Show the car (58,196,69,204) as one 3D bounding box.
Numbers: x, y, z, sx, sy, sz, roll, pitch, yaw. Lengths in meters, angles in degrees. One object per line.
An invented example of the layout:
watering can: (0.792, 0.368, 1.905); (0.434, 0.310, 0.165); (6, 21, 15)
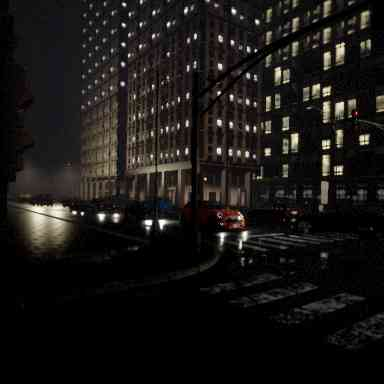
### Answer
car: (-15.920, 1.410, 44.604); (2.128, 1.511, 4.902); (1, -1, -35)

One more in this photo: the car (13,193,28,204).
car: (-30.483, 1.159, 60.556); (2.192, 1.841, 5.009); (1, -1, -35)

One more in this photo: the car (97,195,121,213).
car: (-9.931, 1.408, 36.109); (1.882, 1.535, 5.008); (1, -1, -36)

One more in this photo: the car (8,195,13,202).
car: (-37.031, 1.401, 69.763); (1.947, 1.339, 4.313); (1, -1, -35)

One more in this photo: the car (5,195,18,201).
car: (-40.302, 1.382, 74.367); (2.008, 1.369, 4.403); (1, -1, -35)

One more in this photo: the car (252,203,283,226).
car: (5.792, 1.513, 23.968); (1.967, 1.590, 4.097); (2, -1, -35)

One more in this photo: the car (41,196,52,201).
car: (-36.746, 1.578, 83.824); (1.802, 1.307, 4.206); (1, -1, -35)

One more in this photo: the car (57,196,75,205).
car: (-22.387, 1.492, 59.143); (1.812, 1.442, 4.674); (1, -1, -35)

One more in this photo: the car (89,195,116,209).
car: (-12.081, 1.336, 44.651); (2.097, 1.767, 4.553); (1, -1, -35)

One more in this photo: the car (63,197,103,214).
car: (-10.856, 1.431, 32.927); (2.008, 1.369, 4.403); (2, -1, -35)

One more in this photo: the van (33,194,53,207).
van: (-20.668, 1.201, 46.743); (1.690, 1.788, 3.998); (1, -1, -35)

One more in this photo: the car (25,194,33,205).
car: (-23.944, 1.436, 51.344); (1.802, 1.307, 4.206); (1, -1, -35)

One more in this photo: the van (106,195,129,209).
van: (-10.566, 1.376, 46.992); (1.690, 1.788, 3.998); (1, -1, -35)

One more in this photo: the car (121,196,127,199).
car: (-7.298, 1.592, 42.385); (2.008, 1.369, 4.403); (1, -1, -35)

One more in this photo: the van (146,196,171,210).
van: (-4.022, 1.390, 37.782); (1.690, 1.788, 3.998); (2, -1, -35)

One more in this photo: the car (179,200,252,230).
car: (1.138, 1.309, 20.526); (2.097, 1.767, 4.553); (1, -1, -35)

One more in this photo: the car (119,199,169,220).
car: (-4.066, 1.508, 27.840); (1.994, 1.385, 4.181); (1, -1, -35)

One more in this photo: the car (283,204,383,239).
car: (7.674, 1.520, 17.435); (4.902, 1.511, 2.128); (0, 0, 38)
